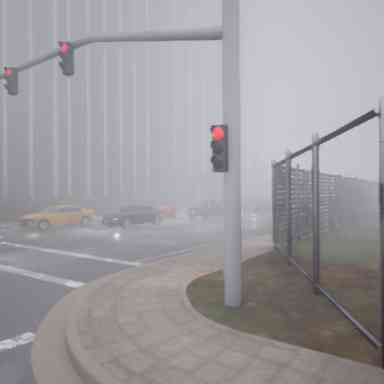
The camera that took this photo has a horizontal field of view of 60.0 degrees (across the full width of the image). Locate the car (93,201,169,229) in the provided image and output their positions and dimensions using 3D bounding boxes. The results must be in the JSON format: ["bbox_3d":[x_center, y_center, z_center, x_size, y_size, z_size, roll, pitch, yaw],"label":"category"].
[{"bbox_3d":[-4.022,1.621,22.924,1.837,1.490,4.892,-1,0,36],"label":"car"}]

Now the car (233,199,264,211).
[{"bbox_3d":[7.787,1.701,45.345,2.033,1.411,5.357,-1,0,36],"label":"car"}]

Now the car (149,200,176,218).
[{"bbox_3d":[-3.454,1.505,29.725,2.097,1.767,4.553,-1,0,36],"label":"car"}]

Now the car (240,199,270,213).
[{"bbox_3d":[7.551,1.622,39.050,1.837,1.490,4.892,-1,0,36],"label":"car"}]

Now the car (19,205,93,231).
[{"bbox_3d":[-8.858,1.631,22.182,1.882,1.535,5.008,-1,0,36],"label":"car"}]

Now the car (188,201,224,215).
[{"bbox_3d":[1.577,1.717,36.734,1.994,1.385,4.181,-1,0,36],"label":"car"}]

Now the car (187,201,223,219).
[{"bbox_3d":[1.466,1.608,30.582,2.128,1.511,4.902,-1,0,36],"label":"car"}]
